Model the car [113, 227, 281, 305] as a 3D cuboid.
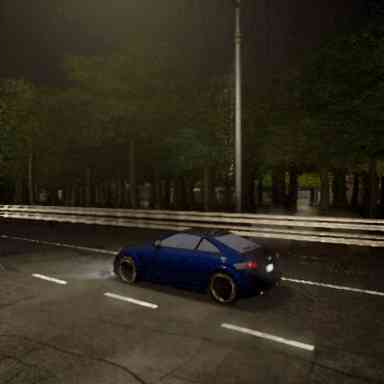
[{"bbox_3d":[0.004,1.574,8.167,4.181,1.385,1.994,0,0,36],"label":"car"}]
